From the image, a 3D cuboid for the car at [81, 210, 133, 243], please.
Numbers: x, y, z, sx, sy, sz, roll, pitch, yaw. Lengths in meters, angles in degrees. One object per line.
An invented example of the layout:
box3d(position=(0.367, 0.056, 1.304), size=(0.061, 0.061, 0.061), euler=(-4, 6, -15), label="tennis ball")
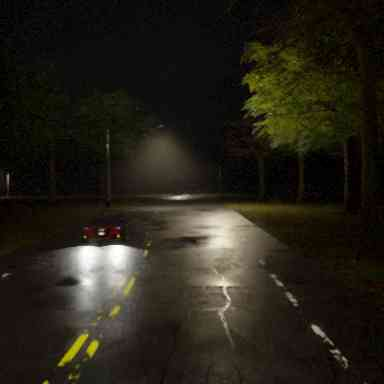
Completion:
box3d(position=(-4.014, 1.590, 16.233), size=(1.994, 1.385, 4.181), euler=(-1, 0, -4), label="car")
